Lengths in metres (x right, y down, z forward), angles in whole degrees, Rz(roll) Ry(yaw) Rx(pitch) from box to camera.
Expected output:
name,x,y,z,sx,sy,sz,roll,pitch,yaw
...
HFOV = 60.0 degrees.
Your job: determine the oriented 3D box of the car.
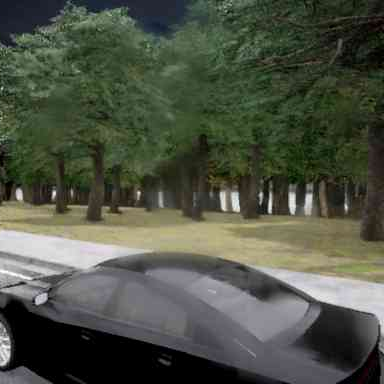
name,x,y,z,sx,sy,sz,roll,pitch,yaw
car,-0.546,1.470,3.951,5.008,1.535,1.882,0,0,35
